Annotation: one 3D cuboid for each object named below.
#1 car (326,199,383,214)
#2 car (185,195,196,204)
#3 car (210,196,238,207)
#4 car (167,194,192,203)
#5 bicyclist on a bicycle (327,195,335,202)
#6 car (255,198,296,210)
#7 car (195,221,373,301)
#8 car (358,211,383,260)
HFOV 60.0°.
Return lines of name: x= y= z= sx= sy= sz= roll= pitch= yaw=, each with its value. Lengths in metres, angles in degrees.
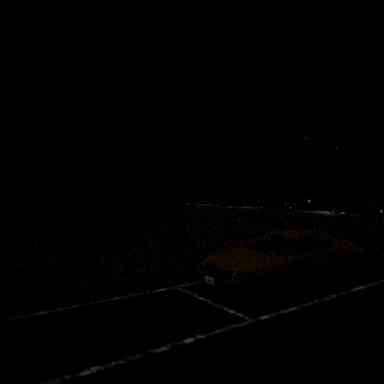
car: x=14.675 y=1.362 z=30.209 sx=2.128 sy=1.511 sz=4.902 roll=1 pitch=0 yaw=-34
car: x=-1.282 y=1.213 z=53.556 sx=1.895 sy=1.301 sz=4.718 roll=1 pitch=0 yaw=-34
car: x=4.313 y=1.268 z=45.347 sx=1.994 sy=1.385 sz=4.181 roll=1 pitch=0 yaw=-34
car: x=-2.347 y=1.079 z=60.698 sx=2.128 sy=1.511 sz=4.902 roll=1 pitch=0 yaw=-34
bicyclist on a bicycle: x=16.282 y=1.183 z=38.904 sx=1.656 sy=1.620 sz=0.582 roll=0 pitch=0 yaw=-34
car: x=9.437 y=1.387 z=37.854 sx=1.895 sy=1.301 sz=4.718 roll=1 pitch=0 yaw=-34
car: x=2.345 y=1.531 z=8.337 sx=4.829 sy=1.417 sz=1.752 roll=0 pitch=1 yaw=-35
car: x=7.105 y=1.556 z=11.641 sx=4.507 sy=1.381 sz=1.887 roll=0 pitch=1 yaw=-35
